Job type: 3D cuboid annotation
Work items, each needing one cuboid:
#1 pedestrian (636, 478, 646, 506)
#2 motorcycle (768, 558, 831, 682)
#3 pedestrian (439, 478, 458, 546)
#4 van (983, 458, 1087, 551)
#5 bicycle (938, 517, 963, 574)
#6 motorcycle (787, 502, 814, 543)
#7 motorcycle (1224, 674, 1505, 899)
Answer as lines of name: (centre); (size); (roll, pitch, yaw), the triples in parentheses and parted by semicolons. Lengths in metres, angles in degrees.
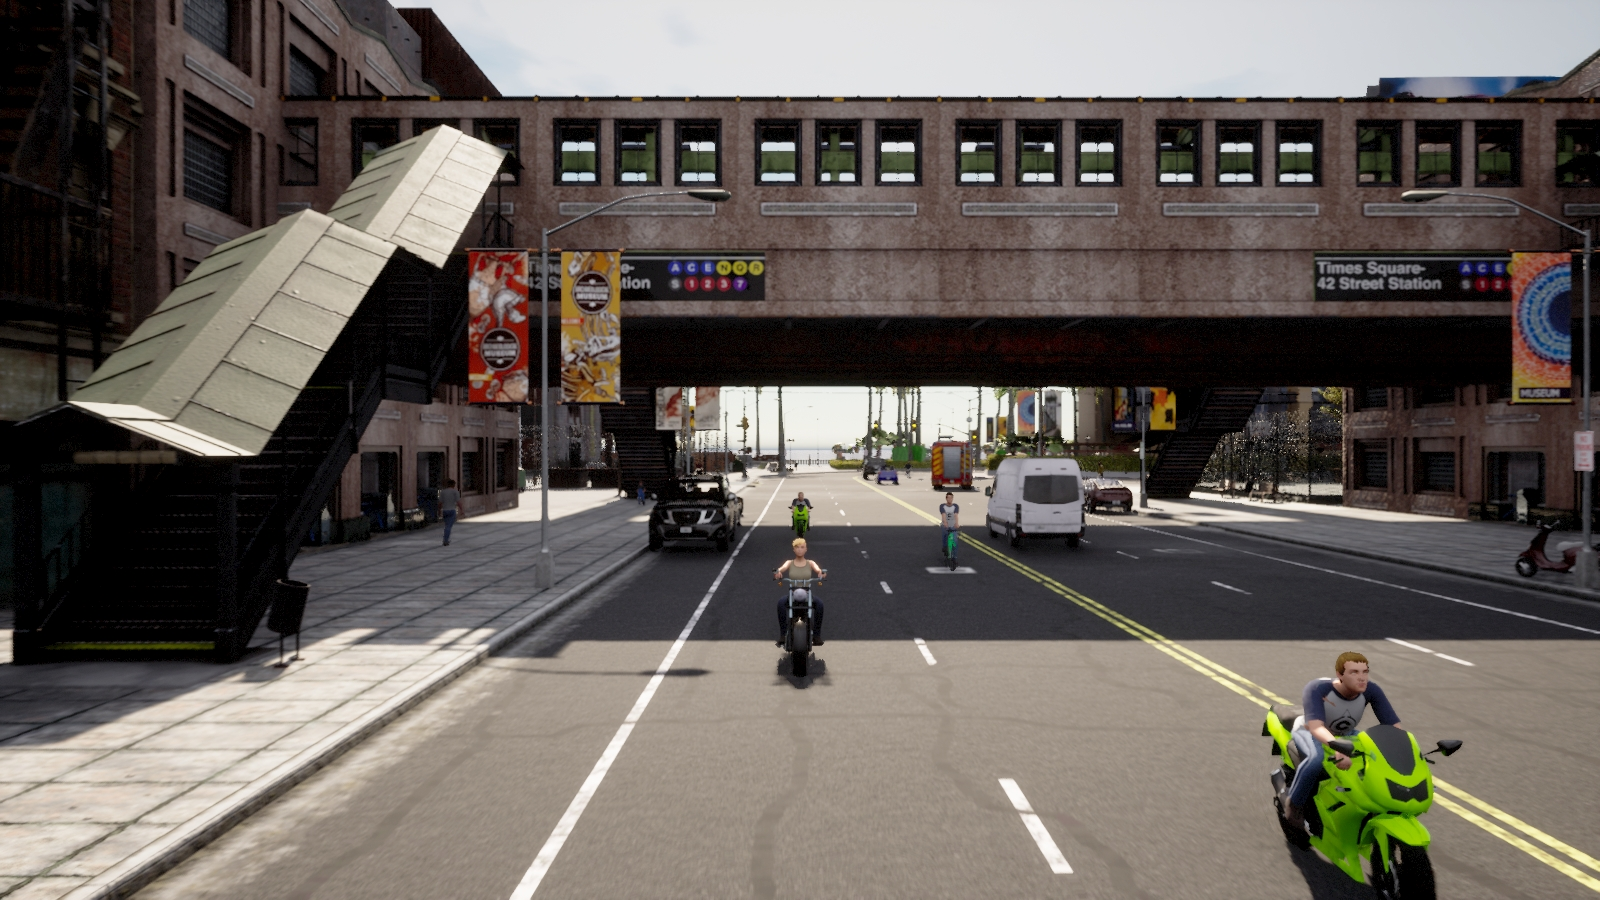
pedestrian: (-7.434, 1.976, 53.469); (0.375, 1.300, 0.375); (0, 0, 6)
motorcycle: (-0.001, 2.170, 15.002); (0.764, 1.277, 2.356); (0, 0, 0)
pedestrian: (-9.676, 1.697, 31.448); (0.375, 1.860, 0.375); (0, 0, 5)
van: (7.019, 1.534, 34.749); (1.988, 2.561, 5.915); (0, 0, 0)
bicycle: (3.508, 2.206, 26.705); (0.373, 1.196, 1.643); (0, 0, 0)
motorcycle: (0.023, 2.213, 35.128); (0.803, 1.145, 2.033); (0, 0, 0)
motorcycle: (3.500, 2.213, 7.342); (0.803, 1.145, 2.033); (0, 0, 0)
